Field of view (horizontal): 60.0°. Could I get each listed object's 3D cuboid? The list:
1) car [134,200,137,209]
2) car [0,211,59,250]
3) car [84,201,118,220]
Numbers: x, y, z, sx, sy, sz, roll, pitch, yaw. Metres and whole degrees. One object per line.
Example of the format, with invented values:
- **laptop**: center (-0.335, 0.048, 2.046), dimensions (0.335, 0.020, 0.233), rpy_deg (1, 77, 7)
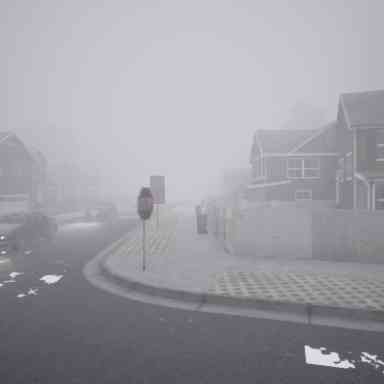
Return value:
- **car**: center (-6.779, 1.505, 46.381), dimensions (1.812, 1.442, 4.674), rpy_deg (-1, 0, 5)
- **car**: center (-7.614, 1.567, 14.596), dimensions (2.033, 1.411, 5.357), rpy_deg (-1, 0, -1)
- **car**: center (-7.639, 1.495, 28.407), dimensions (2.128, 1.511, 4.902), rpy_deg (-1, 0, 1)
